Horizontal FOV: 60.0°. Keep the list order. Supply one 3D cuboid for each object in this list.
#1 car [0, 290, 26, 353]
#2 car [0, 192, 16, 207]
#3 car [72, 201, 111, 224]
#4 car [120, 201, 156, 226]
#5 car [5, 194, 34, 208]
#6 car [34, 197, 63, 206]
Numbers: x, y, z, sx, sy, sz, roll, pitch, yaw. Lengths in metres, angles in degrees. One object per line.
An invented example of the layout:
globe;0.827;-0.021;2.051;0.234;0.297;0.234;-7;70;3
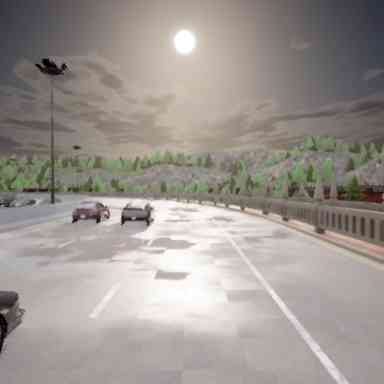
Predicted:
car;-3.402;1.542;2.492;2.033;1.411;5.357;0;0;0
car;-24.158;1.011;42.941;2.150;2.045;5.566;0;1;-14
car;-7.090;1.384;23.663;1.812;1.442;4.674;0;0;-2
car;-3.548;1.346;22.303;2.128;1.511;4.902;0;0;-2
car;-19.740;1.289;39.219;2.128;1.511;4.902;0;1;-12
car;-15.825;1.299;37.470;1.837;1.490;4.892;0;1;-11
